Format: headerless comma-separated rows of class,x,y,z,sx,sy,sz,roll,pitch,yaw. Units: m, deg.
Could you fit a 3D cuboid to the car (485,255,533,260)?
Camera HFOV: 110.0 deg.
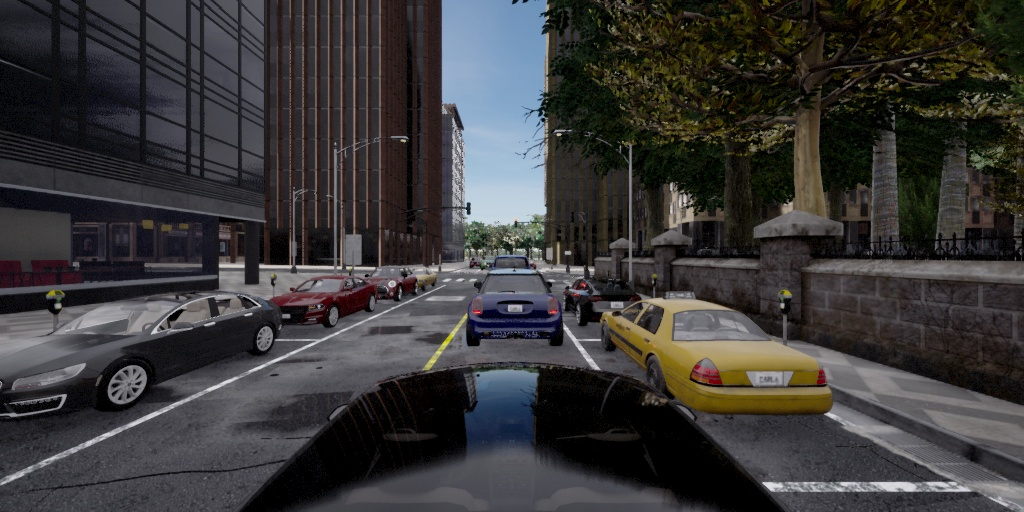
car,-0.034,0.973,18.973,2.150,2.045,5.566,0,0,0

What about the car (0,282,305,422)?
car,-5.772,1.300,5.959,2.007,1.370,4.403,0,0,0

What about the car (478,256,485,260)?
car,-3.214,0.982,51.214,2.150,2.045,5.566,0,0,-1

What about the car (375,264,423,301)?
car,-5.797,1.190,16.873,1.967,1.591,4.097,0,0,0

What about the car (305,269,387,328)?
car,-5.785,1.295,11.416,1.888,1.381,4.507,0,0,0

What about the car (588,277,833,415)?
car,2.752,1.275,6.151,1.751,1.417,4.829,0,0,0

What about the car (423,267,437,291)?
car,-5.809,1.277,22.160,1.751,1.417,4.829,0,0,0

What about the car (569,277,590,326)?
car,2.740,1.316,11.437,1.948,1.339,4.313,0,0,0

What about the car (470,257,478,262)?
car,-5.894,1.079,59.738,2.192,1.841,5.009,0,0,0

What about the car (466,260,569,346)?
car,0.036,1.102,9.539,2.097,1.767,4.553,0,0,-1
